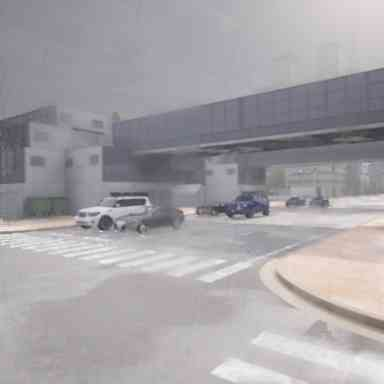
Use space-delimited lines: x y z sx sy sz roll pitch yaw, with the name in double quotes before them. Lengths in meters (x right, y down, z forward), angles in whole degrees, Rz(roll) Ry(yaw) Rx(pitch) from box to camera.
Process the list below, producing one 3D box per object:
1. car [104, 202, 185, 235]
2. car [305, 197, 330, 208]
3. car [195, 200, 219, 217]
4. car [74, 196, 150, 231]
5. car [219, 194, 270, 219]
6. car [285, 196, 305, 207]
"car" -2.429 1.567 19.784 2.128 1.511 4.902 -1 0 37
"car" 17.894 1.392 46.692 1.812 1.442 4.674 -1 0 37
"car" 2.234 1.533 31.811 2.128 1.511 4.902 -1 0 37
"car" -5.012 1.337 22.208 2.150 2.045 5.566 -1 0 38
"car" 5.059 1.219 29.751 2.150 2.045 5.566 -1 0 37
"car" 15.359 1.413 49.140 1.837 1.490 4.892 -1 -1 37
